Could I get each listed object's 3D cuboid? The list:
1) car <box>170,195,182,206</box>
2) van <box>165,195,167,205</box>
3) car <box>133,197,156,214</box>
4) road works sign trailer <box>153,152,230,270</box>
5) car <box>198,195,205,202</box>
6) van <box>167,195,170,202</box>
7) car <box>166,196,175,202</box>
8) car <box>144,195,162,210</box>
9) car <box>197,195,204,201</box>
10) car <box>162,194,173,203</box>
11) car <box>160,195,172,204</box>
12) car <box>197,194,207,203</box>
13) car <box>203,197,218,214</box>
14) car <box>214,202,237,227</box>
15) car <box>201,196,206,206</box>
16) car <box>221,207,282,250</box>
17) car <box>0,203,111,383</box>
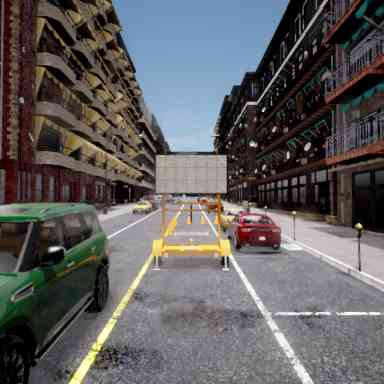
[{"bbox_3d":[-2.871,1.626,59.231,2.128,1.511,4.902,0,0,0],"label":"car"},{"bbox_3d":[-5.399,1.454,53.101,1.690,1.788,3.998,2,0,0],"label":"van"},{"bbox_3d":[-5.369,1.589,36.341,1.752,1.417,4.829,2,0,0],"label":"car"},{"bbox_3d":[-0.022,0.475,11.003,2.380,3.560,2.880,0,0,0],"label":"road works sign trailer"},{"bbox_3d":[2.465,1.678,58.587,1.887,1.381,4.507,1,0,0],"label":"car"},{"bbox_3d":[-5.411,1.474,58.633,1.690,1.788,3.998,1,0,0],"label":"van"},{"bbox_3d":[-5.474,1.822,86.285,1.947,1.339,4.313,1,0,0],"label":"car"},{"bbox_3d":[-5.375,1.394,42.043,2.192,1.841,5.009,2,0,0],"label":"car"},{"bbox_3d":[2.363,1.726,91.774,1.967,1.590,4.097,1,0,0],"label":"car"},{"bbox_3d":[-5.445,1.518,75.224,2.192,1.841,5.009,1,0,0],"label":"car"},{"bbox_3d":[-5.433,1.494,69.694,2.192,1.841,5.009,1,0,0],"label":"car"},{"bbox_3d":[2.390,1.543,80.712,2.192,1.841,5.009,1,0,0],"label":"car"},{"bbox_3d":[2.511,1.609,36.464,1.887,1.381,4.507,1,0,0],"label":"car"},{"bbox_3d":[2.545,1.551,20.044,1.752,1.417,4.829,1,0,0],"label":"car"},{"bbox_3d":[2.499,1.629,41.996,2.008,1.369,4.403,1,0,0],"label":"car"},{"bbox_3d":[2.557,1.561,14.342,1.887,1.381,4.507,1,0,0],"label":"car"},{"bbox_3d":[-2.758,1.226,4.810,2.150,2.045,5.566,0,0,0],"label":"car"}]
